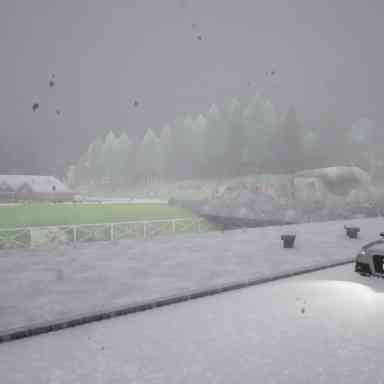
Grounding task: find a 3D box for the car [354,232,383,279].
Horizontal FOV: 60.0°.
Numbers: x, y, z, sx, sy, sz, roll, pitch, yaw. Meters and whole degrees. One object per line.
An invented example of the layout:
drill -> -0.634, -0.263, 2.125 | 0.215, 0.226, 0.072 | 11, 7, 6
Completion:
car -> 6.206, 1.564, 8.870 | 4.181, 1.385, 1.994 | 0, 0, -35
